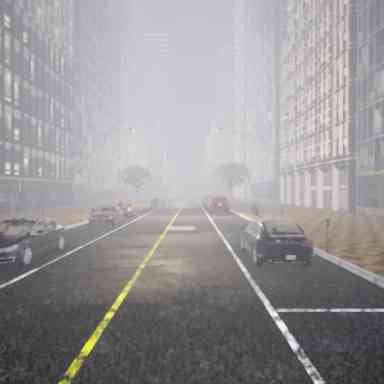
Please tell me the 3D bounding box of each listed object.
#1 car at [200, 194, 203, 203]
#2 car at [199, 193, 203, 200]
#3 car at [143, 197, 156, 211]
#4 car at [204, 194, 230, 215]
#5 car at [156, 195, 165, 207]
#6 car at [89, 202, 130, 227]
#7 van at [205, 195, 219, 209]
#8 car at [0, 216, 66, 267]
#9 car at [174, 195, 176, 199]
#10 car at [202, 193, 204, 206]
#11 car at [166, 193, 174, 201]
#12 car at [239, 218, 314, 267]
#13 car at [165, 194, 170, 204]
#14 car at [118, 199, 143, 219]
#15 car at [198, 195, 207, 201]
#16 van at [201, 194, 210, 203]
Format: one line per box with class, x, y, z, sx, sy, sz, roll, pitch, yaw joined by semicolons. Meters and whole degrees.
car;2.699;1.387;51.009;1.967;1.590;4.097;-1;0;0
car;2.702;1.373;62.376;1.967;1.590;4.097;-1;0;0
car;-5.684;1.485;39.474;1.752;1.417;4.829;-1;0;0
car;2.692;1.280;33.958;2.192;1.841;5.009;-1;0;0
car;-5.681;1.512;51.012;1.947;1.339;4.313;-1;0;0
car;-5.690;1.559;22.593;1.802;1.307;4.206;-1;0;0
van;2.696;1.294;45.325;1.690;1.788;3.998;-1;0;0
car;-5.694;1.539;11.226;2.008;1.369;4.403;-1;0;0
car;-5.673;1.227;79.430;2.192;1.841;5.009;-1;0;0
car;2.694;1.274;39.642;2.192;1.841;5.009;-1;0;0
car;-5.673;1.359;73.746;1.967;1.590;4.097;-1;0;0
car;2.687;1.539;11.223;2.008;1.369;4.403;-1;0;0
car;-5.677;1.484;62.379;2.008;1.369;4.403;-1;0;0
car;-5.689;1.411;28.276;1.967;1.590;4.097;-1;0;0
car;2.712;1.456;85.111;2.008;1.369;4.403;-1;0;0
van;2.704;1.267;68.059;1.690;1.788;3.998;-1;0;0
